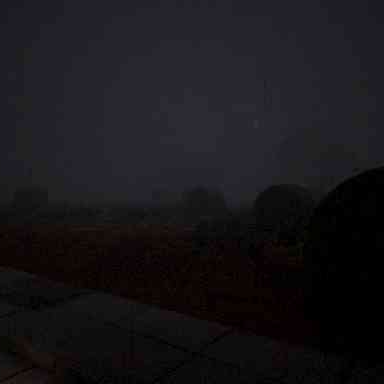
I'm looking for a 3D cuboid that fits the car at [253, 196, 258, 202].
[{"bbox_3d":[14.141,1.128,66.492,3.866,1.878,1.905,-2,6,-11],"label":"car"}]
